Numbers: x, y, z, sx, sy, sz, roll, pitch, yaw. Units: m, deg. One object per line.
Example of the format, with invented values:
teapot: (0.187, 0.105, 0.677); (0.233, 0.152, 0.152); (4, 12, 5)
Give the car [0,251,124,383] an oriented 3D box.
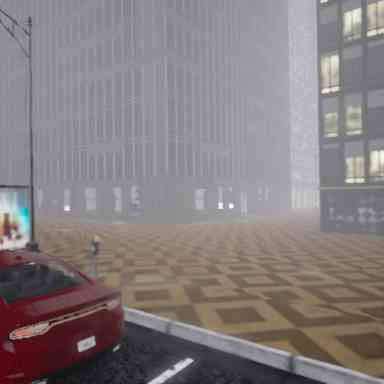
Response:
car: (-2.994, 1.577, 5.024); (4.507, 1.381, 1.887); (0, -1, 36)
